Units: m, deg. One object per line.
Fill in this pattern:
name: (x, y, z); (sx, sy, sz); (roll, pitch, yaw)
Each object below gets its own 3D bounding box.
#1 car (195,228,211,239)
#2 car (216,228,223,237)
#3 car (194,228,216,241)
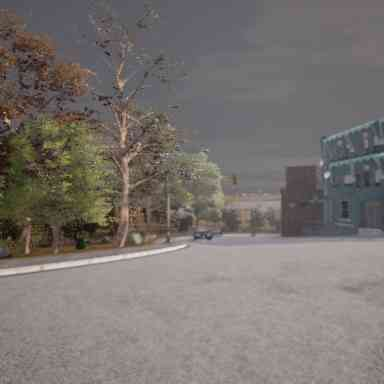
car: (1.614, 5.951, 47.765); (1.812, 1.442, 4.674); (-2, -7, 7)
car: (4.458, 7.405, 60.568); (1.837, 1.490, 4.892); (-2, -7, 17)
car: (1.194, 4.810, 37.707); (1.994, 1.385, 4.181); (-1, -7, -2)
